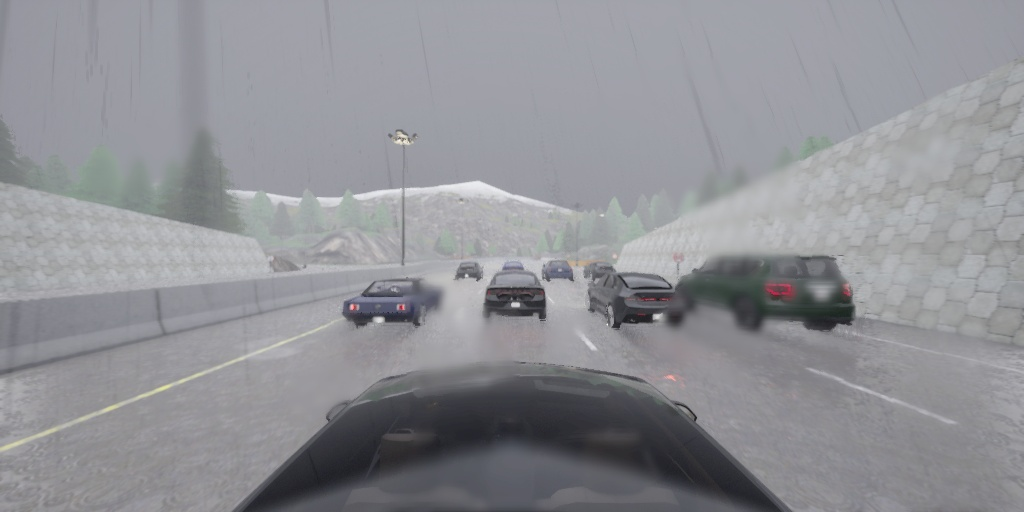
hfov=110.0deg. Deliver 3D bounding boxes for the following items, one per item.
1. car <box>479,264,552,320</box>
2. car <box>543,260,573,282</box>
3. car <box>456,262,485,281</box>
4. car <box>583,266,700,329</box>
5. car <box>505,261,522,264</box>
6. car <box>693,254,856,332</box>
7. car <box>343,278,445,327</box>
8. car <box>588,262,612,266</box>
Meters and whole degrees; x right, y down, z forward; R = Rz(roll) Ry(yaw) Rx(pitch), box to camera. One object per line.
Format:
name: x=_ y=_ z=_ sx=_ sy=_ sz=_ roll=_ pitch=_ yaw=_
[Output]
car: x=0.101 y=1.213 z=12.531 sx=1.882 sy=1.535 sz=5.008 roll=0 pitch=0 yaw=0
car: x=3.602 y=1.064 z=28.983 sx=2.097 sy=1.767 sz=4.553 roll=0 pitch=0 yaw=0
car: x=-3.397 y=1.217 z=29.303 sx=1.837 sy=1.490 sz=4.892 roll=0 pitch=0 yaw=0
car: x=3.601 y=1.242 z=11.188 sx=1.837 sy=1.490 sz=4.892 roll=0 pitch=0 yaw=0
car: x=0.103 y=1.188 z=30.870 sx=1.882 sy=1.535 sz=5.008 roll=0 pitch=0 yaw=0
car: x=7.101 y=0.958 z=10.896 sx=2.150 sy=2.045 sz=5.566 roll=0 pitch=0 yaw=0
car: x=-3.398 y=1.338 z=11.387 sx=1.895 sy=1.301 sz=4.718 roll=0 pitch=0 yaw=0
car: x=7.102 y=1.217 z=29.314 sx=1.837 sy=1.490 sz=4.892 roll=0 pitch=0 yaw=0
